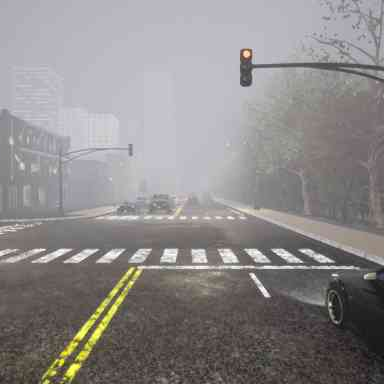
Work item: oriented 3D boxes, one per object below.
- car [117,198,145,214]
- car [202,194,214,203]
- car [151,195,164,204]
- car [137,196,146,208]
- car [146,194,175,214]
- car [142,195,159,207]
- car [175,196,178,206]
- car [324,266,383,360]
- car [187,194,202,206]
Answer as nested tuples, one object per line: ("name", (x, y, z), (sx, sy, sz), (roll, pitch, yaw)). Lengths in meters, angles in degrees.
("car", (-6.589, 1.590, 35.331), (1.895, 1.301, 4.718), (0, 0, 1))
("car", (3.384, 1.576, 66.911), (1.895, 1.301, 4.718), (0, 0, 0))
("car", (-6.522, 1.454, 63.575), (1.882, 1.535, 5.008), (0, 0, 1))
("car", (-6.567, 1.337, 44.242), (2.097, 1.767, 4.553), (0, 0, 0))
("car", (-3.322, 1.210, 36.283), (2.150, 2.045, 5.566), (0, 0, 0))
("car", (-6.562, 1.334, 53.131), (2.097, 1.767, 4.553), (0, 0, 0))
("car", (-3.314, 1.510, 46.273), (1.812, 1.442, 4.674), (0, 0, 0))
("car", (3.351, 1.563, 4.272), (1.994, 1.385, 4.181), (0, 0, 0))
("car", (0.126, 1.459, 52.727), (1.882, 1.535, 5.008), (0, 0, 0))
